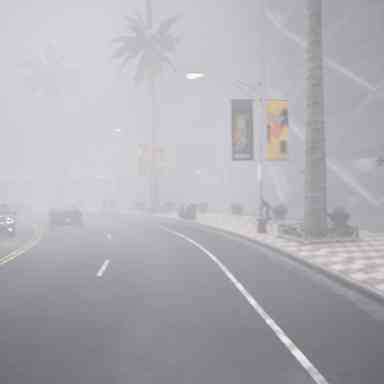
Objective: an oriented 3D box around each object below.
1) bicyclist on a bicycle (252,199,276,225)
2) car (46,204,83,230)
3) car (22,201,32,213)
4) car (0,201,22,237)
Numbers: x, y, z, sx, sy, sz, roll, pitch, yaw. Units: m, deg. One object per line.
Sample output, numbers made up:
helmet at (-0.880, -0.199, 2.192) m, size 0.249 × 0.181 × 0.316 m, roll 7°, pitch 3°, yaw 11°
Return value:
bicyclist on a bicycle at (4.362, 1.177, 20.148) m, size 1.656 × 1.620 × 0.582 m, roll -1°, pitch 0°, yaw -18°
car at (-8.706, 1.583, 22.572) m, size 1.882 × 1.535 × 5.008 m, roll -1°, pitch 0°, yaw -27°
car at (-21.484, 1.787, 40.182) m, size 4.902 × 1.511 × 2.128 m, roll -1°, pitch 0°, yaw 30°
car at (-10.885, 1.505, 18.495) m, size 2.097 × 1.767 × 4.553 m, roll -1°, pitch 0°, yaw -26°
